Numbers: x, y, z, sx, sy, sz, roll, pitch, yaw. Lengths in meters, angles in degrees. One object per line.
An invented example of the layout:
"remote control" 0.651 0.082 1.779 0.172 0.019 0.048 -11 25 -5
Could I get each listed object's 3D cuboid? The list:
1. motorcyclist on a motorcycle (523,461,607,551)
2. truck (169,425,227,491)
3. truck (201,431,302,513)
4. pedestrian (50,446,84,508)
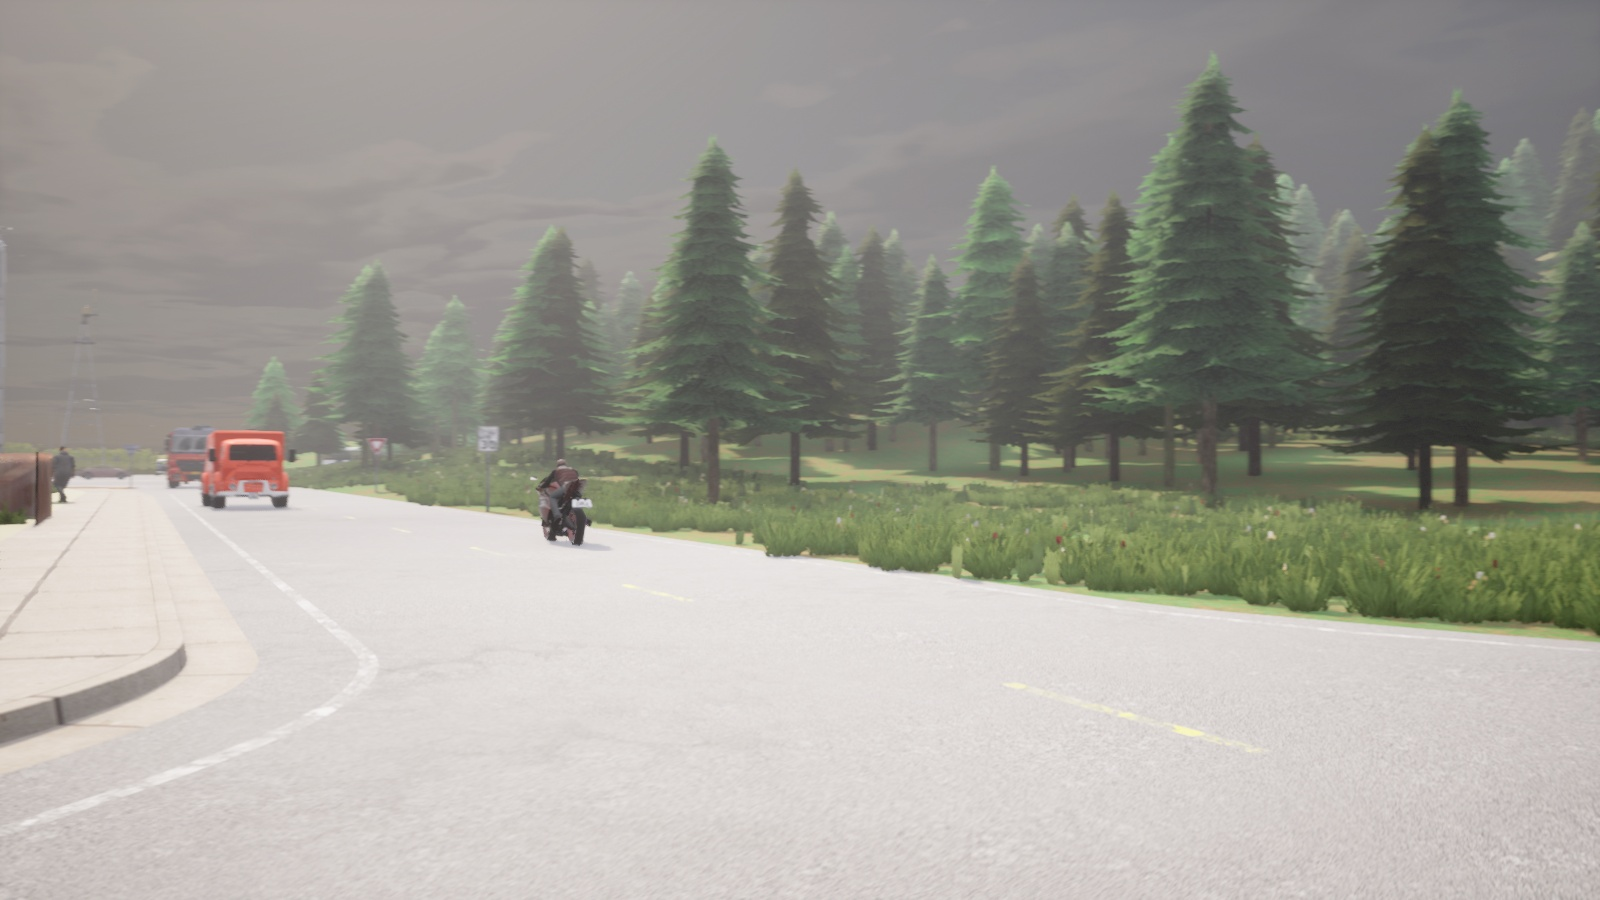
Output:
"motorcyclist on a motorcycle" -4.210 0.960 22.378 0.866 1.530 2.191 0 -1 -28
"truck" -37.118 0.538 77.289 2.891 3.827 8.468 0 -1 -28
"truck" -17.936 0.705 40.908 2.627 2.467 5.204 0 -1 -28
"pedestrian" -23.385 0.845 40.052 0.873 1.952 0.659 -1 -1 38
